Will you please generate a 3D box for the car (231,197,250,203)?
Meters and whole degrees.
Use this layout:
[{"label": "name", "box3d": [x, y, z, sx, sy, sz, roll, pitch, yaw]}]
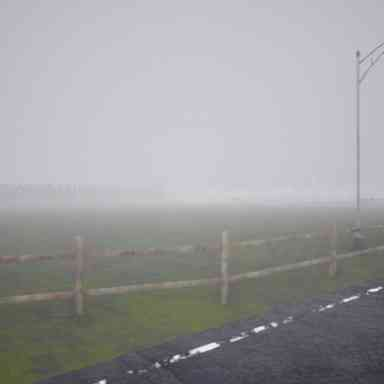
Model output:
[{"label": "car", "box3d": [10.949, 1.729, 74.429, 1.895, 1.301, 4.718, 0, 0, -39]}]
